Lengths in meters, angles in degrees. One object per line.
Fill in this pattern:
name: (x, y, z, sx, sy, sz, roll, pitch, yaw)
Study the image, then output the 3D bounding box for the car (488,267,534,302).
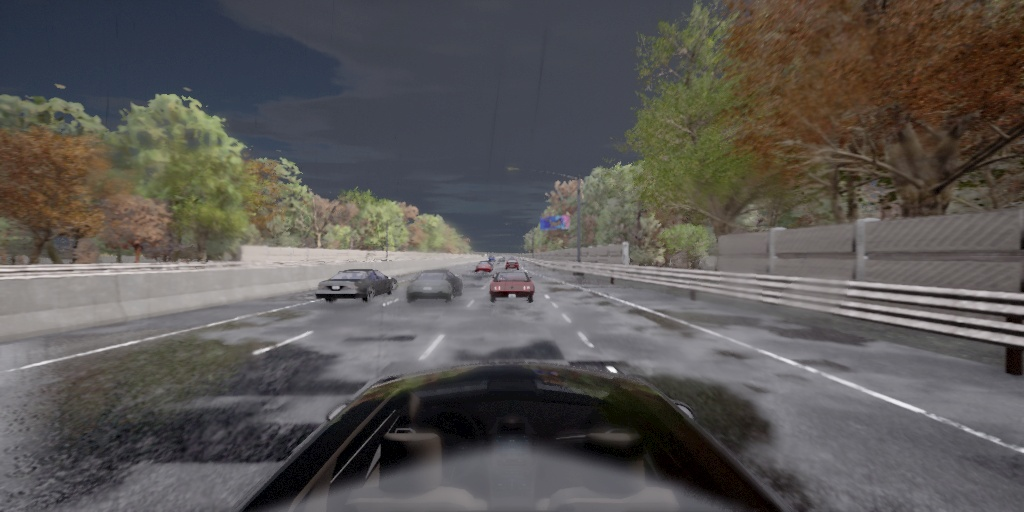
car: (0.001, 1.358, 17.037, 1.895, 1.301, 4.718, 0, 0, 0)

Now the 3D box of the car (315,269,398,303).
car: (-6.997, 1.304, 16.757, 2.033, 1.411, 5.357, 0, 0, 0)

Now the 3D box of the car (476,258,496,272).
car: (-3.493, 1.336, 46.090, 1.994, 1.385, 4.181, 0, 0, 0)

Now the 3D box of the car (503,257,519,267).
car: (0.007, 1.254, 52.491, 1.882, 1.535, 5.008, 0, 0, 0)

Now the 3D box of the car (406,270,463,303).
car: (-3.500, 1.321, 16.864, 1.994, 1.385, 4.181, 0, 0, 0)
